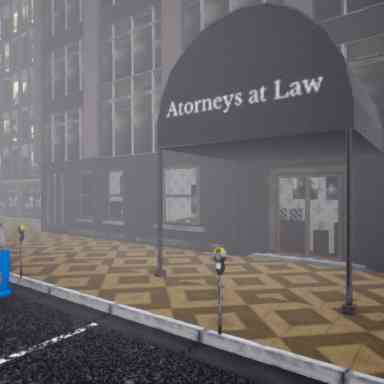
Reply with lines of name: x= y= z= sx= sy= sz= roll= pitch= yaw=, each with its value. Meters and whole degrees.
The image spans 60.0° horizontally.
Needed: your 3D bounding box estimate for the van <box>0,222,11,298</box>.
van: x=-5.308 y=1.341 z=6.687 sx=3.998 sy=1.788 sz=1.690 roll=0 pitch=0 yaw=36
